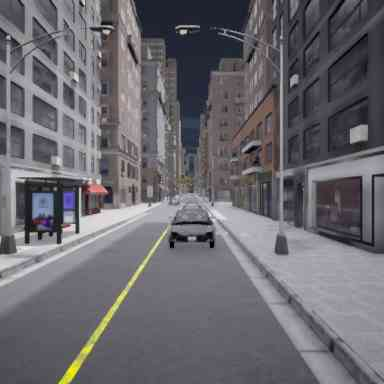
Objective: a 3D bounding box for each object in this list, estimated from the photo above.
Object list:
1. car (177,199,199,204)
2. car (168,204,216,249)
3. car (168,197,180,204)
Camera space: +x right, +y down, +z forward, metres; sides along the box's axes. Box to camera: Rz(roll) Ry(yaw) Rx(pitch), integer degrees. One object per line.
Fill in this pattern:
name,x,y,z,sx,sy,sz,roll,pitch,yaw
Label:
car,0.000,1.582,29.651,1.994,1.385,4.181,0,0,0
car,0.000,1.497,14.651,2.128,1.511,4.902,0,0,0
car,-3.000,1.556,57.651,2.128,1.511,4.902,0,0,0
